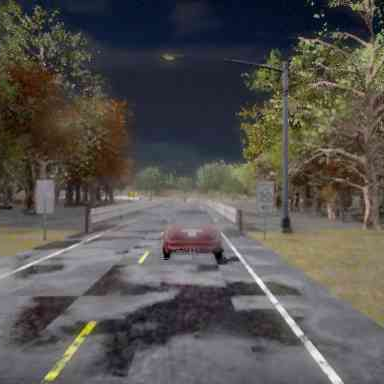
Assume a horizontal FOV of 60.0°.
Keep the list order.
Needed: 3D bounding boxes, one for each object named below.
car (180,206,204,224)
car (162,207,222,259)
[{"bbox_3d":[0.028,1.888,28.245,1.895,1.301,4.718,0,-1,0],"label":"car"},{"bbox_3d":[0.028,1.488,13.415,2.097,1.767,4.553,0,-1,1],"label":"car"}]
